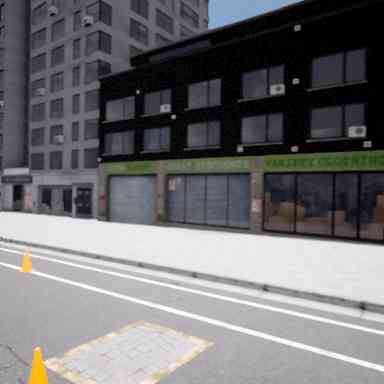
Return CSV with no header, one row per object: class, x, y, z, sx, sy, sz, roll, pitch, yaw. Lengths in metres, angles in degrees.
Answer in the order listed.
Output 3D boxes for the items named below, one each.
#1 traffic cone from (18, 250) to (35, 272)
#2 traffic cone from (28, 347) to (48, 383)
traffic cone,-4.710,1.951,9.503,0.340,0.580,0.340,0,0,36
traffic cone,-1.641,1.955,3.538,0.340,0.580,0.340,0,0,36
